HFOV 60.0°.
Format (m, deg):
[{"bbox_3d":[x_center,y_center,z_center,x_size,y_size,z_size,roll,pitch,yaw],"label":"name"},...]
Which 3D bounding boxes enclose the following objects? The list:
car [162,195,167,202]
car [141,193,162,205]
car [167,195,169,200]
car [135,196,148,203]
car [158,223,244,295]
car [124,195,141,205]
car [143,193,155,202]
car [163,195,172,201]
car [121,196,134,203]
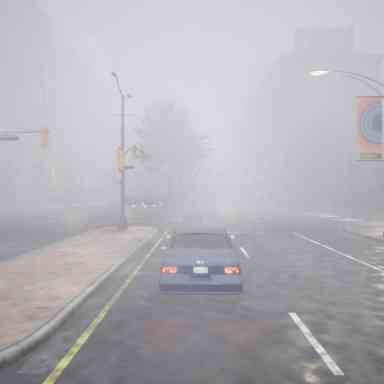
[{"bbox_3d":[-6.824,1.352,66.713,2.097,1.767,4.553,0,0,1],"label":"car"},{"bbox_3d":[-7.037,1.352,57.941,2.097,1.767,4.553,0,0,1],"label":"car"},{"bbox_3d":[-6.618,1.525,76.487,2.128,1.511,4.902,0,0,1],"label":"car"},{"bbox_3d":[-10.281,1.505,67.992,1.837,1.490,4.892,0,0,1],"label":"car"},{"bbox_3d":[0.225,1.547,8.891,2.033,1.411,5.357,0,0,1],"label":"car"},{"bbox_3d":[-10.537,1.352,57.817,2.097,1.767,4.553,0,0,1],"label":"car"},{"bbox_3d":[-10.079,1.225,78.678,2.150,2.045,5.566,0,0,1],"label":"car"},{"bbox_3d":[-6.434,1.478,86.581,1.882,1.535,5.008,0,0,1],"label":"car"},{"bbox_3d":[-13.491,1.595,69.781,1.895,1.301,4.718,0,0,1],"label":"car"}]
